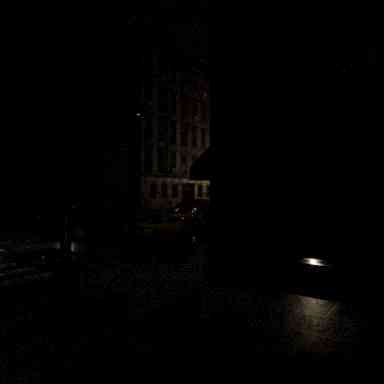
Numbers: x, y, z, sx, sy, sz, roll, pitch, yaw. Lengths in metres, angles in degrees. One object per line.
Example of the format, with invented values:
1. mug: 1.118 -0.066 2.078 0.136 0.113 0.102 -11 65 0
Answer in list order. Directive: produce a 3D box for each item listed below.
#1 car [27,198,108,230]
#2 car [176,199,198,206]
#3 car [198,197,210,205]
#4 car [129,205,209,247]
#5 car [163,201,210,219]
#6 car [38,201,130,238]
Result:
1. car: -7.001 1.282 19.718 2.192 1.841 5.009 0 0 36
2. car: 0.605 1.321 25.996 2.097 1.767 4.553 0 0 35
3. car: 2.826 1.314 19.667 2.192 1.841 5.009 0 0 36
4. car: -0.378 1.530 15.185 1.752 1.417 4.829 0 0 36
5. car: -0.402 1.521 28.961 1.947 1.339 4.313 0 0 36
6. car: -5.229 1.457 17.827 1.882 1.535 5.008 0 0 34
